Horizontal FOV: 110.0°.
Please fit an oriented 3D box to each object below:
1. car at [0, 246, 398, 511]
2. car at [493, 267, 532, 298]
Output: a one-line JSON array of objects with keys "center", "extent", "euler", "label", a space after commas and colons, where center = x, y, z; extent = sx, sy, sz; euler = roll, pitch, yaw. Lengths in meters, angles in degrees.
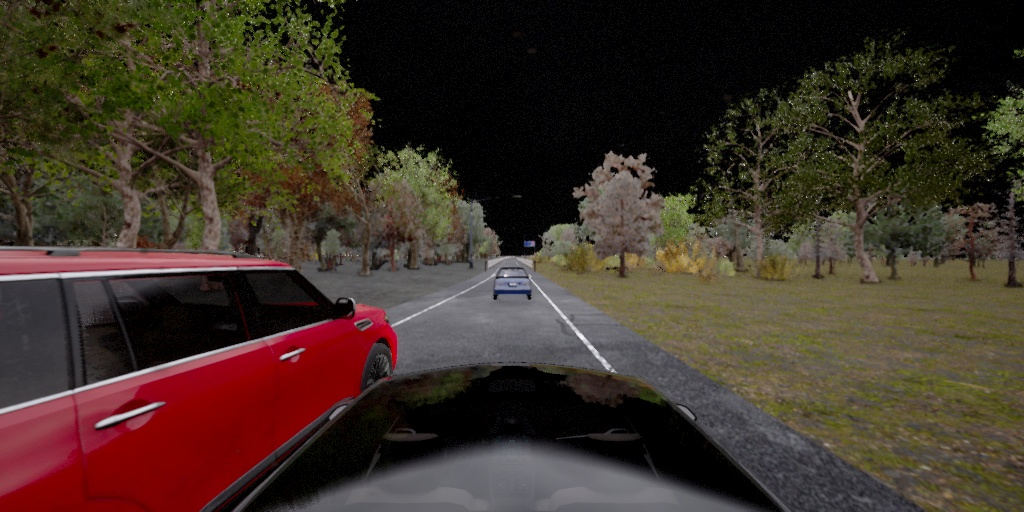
[{"center": [-2.760, 0.972, 2.740], "extent": [2.150, 2.045, 5.566], "euler": [0, 0, 2], "label": "car"}, {"center": [0.013, 1.287, 18.189], "extent": [2.033, 1.411, 5.357], "euler": [0, 0, 0], "label": "car"}]
